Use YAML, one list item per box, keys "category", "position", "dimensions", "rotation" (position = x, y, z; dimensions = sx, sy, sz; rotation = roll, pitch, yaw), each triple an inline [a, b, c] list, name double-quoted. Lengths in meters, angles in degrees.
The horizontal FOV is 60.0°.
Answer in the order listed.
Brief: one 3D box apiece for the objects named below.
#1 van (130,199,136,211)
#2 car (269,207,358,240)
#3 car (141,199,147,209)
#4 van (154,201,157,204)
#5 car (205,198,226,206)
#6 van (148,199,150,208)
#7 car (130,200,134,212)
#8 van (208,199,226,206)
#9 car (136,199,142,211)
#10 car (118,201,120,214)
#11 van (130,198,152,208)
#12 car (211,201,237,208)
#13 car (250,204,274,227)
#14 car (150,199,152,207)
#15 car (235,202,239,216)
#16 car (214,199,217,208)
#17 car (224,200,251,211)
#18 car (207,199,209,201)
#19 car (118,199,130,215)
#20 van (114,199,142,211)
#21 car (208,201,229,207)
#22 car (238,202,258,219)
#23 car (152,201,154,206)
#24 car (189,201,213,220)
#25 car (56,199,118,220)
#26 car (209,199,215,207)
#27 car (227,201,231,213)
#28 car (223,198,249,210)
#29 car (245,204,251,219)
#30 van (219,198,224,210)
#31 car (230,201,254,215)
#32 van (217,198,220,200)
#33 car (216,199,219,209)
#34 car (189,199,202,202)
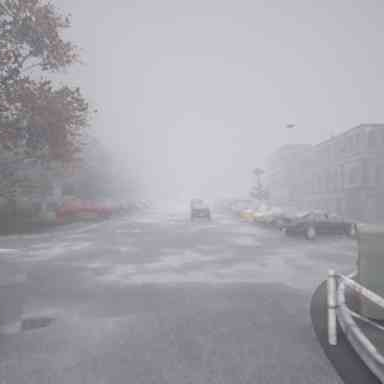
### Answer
- category: "van"
  position: [-10.869, 1.980, 47.959]
  dimensions: [4.442, 1.987, 1.878]
  rotation: [0, -1, -20]
- category: "car"
  position: [7.241, 1.791, 18.762]
  dimensions: [4.892, 1.521, 2.231]
  rotation: [1, -1, -20]
- category: "car"
  position: [-10.626, 2.301, 53.955]
  dimensions: [5.366, 1.575, 1.946]
  rotation: [0, -1, -20]
- category: "van"
  position: [-10.827, 2.469, 74.544]
  dimensions: [4.442, 1.987, 1.878]
  rotation: [0, -2, -20]
- category: "car"
  position: [6.703, 2.917, 95.015]
  dimensions: [5.566, 2.045, 2.435]
  rotation: [2, -2, -21]
- category: "van"
  position: [-10.752, 2.238, 62.770]
  dimensions: [4.442, 1.987, 1.878]
  rotation: [0, -1, -20]
- category: "car"
  position: [-10.769, 2.187, 45.046]
  dimensions: [4.792, 1.488, 2.163]
  rotation: [0, -1, -20]
- category: "van"
  position: [6.673, 2.816, 89.109]
  dimensions: [4.442, 1.987, 1.878]
  rotation: [1, -1, -20]
- category: "car"
  position: [-10.773, 2.255, 50.945]
  dimensions: [4.892, 1.521, 2.231]
  rotation: [0, -1, -20]
- category: "car"
  position: [-10.710, 2.047, 36.212]
  dimensions: [4.792, 1.488, 2.163]
  rotation: [0, -1, -20]
- category: "van"
  position: [-11.024, 2.411, 71.510]
  dimensions: [4.442, 1.987, 1.878]
  rotation: [0, -1, -20]
- category: "car"
  position: [6.892, 2.682, 71.556]
  dimensions: [4.892, 1.521, 2.231]
  rotation: [1, -2, -20]
- category: "car"
  position: [7.213, 1.883, 24.625]
  dimensions: [4.892, 1.521, 2.231]
  rotation: [1, -1, -20]
- category: "car"
  position: [-10.878, 2.560, 65.665]
  dimensions: [4.674, 1.452, 2.002]
  rotation: [0, -1, -20]
- category: "car"
  position: [7.150, 2.060, 33.425]
  dimensions: [4.674, 1.452, 2.002]
  rotation: [1, -1, -20]
- category: "car"
  position: [6.948, 2.329, 59.820]
  dimensions: [4.553, 1.767, 2.185]
  rotation: [1, -1, -20]
- category: "car"
  position: [7.097, 2.159, 42.227]
  dimensions: [4.892, 1.521, 2.231]
  rotation: [1, -1, -20]
- category: "car"
  position: [7.035, 2.801, 77.488]
  dimensions: [5.366, 1.575, 1.946]
  rotation: [1, -2, -20]
- category: "car"
  position: [-10.697, 1.984, 42.126]
  dimensions: [4.553, 1.767, 2.185]
  rotation: [0, -1, -20]
- category: "van"
  position: [-10.929, 2.131, 56.793]
  dimensions: [4.442, 1.987, 1.878]
  rotation: [0, -1, -20]
- category: "car"
  position: [6.828, 3.013, 86.228]
  dimensions: [4.792, 1.488, 2.163]
  rotation: [1, -2, -20]
- category: "car"
  position: [7.338, 1.975, 30.562]
  dimensions: [5.366, 1.575, 1.946]
  rotation: [1, -1, -20]
- category: "car"
  position: [-10.900, 2.617, 68.610]
  dimensions: [4.674, 1.452, 2.002]
  rotation: [0, -1, -20]
- category: "car"
  position: [0.821, 1.997, 33.550]
  dimensions: [1.882, 1.535, 5.008]
  rotation: [0, -1, 0]
- category: "car"
  position: [-10.643, 1.720, 33.299]
  dimensions: [5.566, 2.045, 2.435]
  rotation: [0, -1, -20]
- category: "car"
  position: [6.967, 2.315, 65.708]
  dimensions: [5.566, 2.045, 2.435]
  rotation: [1, -1, -20]
- category: "car"
  position: [7.082, 2.141, 39.280]
  dimensions: [4.792, 1.488, 2.163]
  rotation: [1, -1, -20]
- category: "car"
  position: [7.104, 2.080, 45.169]
  dimensions: [4.553, 1.767, 2.185]
  rotation: [1, -1, -20]
- category: "car"
  position: [7.188, 1.968, 27.557]
  dimensions: [4.674, 1.452, 2.002]
  rotation: [1, -1, -20]
- category: "van"
  position: [6.930, 2.073, 50.985]
  dimensions: [4.442, 1.987, 1.878]
  rotation: [1, -1, -20]
- category: "car"
  position: [7.139, 2.067, 36.355]
  dimensions: [4.892, 1.521, 2.231]
  rotation: [1, -1, -20]
- category: "van"
  position: [7.106, 2.180, 56.941]
  dimensions: [4.442, 1.987, 1.878]
  rotation: [1, -1, -20]
- category: "car"
  position: [7.008, 2.351, 53.960]
  dimensions: [5.008, 1.535, 2.097]
  rotation: [1, -1, -20]
- category: "car"
  position: [0.709, 2.043, 52.360]
  dimensions: [2.150, 2.045, 5.566]
  rotation: [0, -1, 0]
